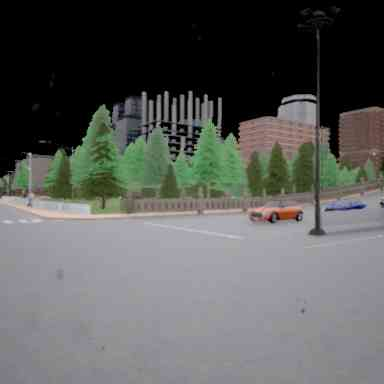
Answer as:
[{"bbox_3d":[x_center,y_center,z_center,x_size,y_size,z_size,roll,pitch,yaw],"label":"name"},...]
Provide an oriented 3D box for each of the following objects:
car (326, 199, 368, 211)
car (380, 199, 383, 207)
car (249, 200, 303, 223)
[{"bbox_3d":[14.727,1.425,31.651,5.008,1.535,1.882,-2,1,-35],"label":"car"},{"bbox_3d":[23.173,0.877,37.617,4.902,1.511,2.128,-5,3,-35],"label":"car"},{"bbox_3d":[6.563,1.416,25.846,4.553,1.767,2.097,0,0,-35],"label":"car"}]
